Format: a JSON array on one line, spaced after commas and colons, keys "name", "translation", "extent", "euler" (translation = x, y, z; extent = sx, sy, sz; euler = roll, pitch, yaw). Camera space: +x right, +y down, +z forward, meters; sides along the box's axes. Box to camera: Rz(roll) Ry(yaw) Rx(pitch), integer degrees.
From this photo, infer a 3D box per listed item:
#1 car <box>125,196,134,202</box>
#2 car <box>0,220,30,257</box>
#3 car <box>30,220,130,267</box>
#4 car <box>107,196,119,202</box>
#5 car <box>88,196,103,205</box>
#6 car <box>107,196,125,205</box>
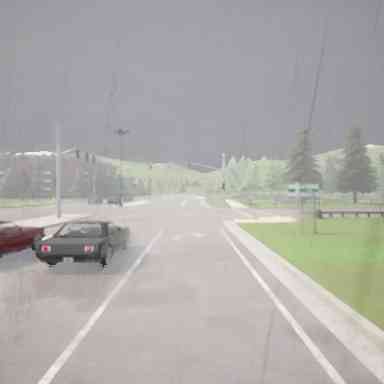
[{"name": "car", "translation": [-14.995, 1.634, 78.473], "extent": [1.837, 1.490, 4.892], "euler": [0, 0, 0]}, {"name": "car", "translation": [-6.937, 1.622, 11.532], "extent": [1.895, 1.301, 4.718], "euler": [0, 0, 0]}, {"name": "car", "translation": [-3.437, 1.622, 11.528], "extent": [1.895, 1.301, 4.718], "euler": [0, 0, 0]}, {"name": "car", "translation": [-18.495, 1.687, 78.154], "extent": [1.994, 1.385, 4.181], "euler": [0, 0, 0]}, {"name": "car", "translation": [-18.498, 1.608, 63.936], "extent": [2.128, 1.511, 4.902], "euler": [0, 0, 0]}, {"name": "car", "translation": [-14.995, 1.661, 64.323], "extent": [2.033, 1.411, 5.357], "euler": [0, 0, 0]}]
